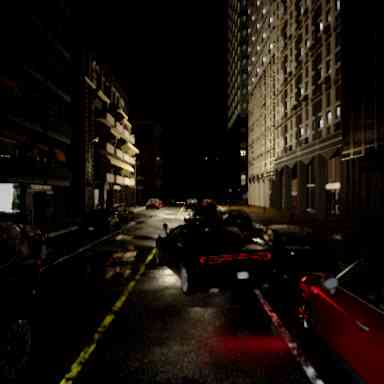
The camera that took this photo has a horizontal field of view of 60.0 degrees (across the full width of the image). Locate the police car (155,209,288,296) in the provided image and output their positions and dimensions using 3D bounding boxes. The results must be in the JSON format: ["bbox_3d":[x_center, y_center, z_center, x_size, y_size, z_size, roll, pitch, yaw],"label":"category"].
[{"bbox_3d":[0.249,1.492,9.171,1.930,1.638,5.238,0,0,-18],"label":"police car"}]

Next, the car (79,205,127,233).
[{"bbox_3d":[-5.688,1.720,20.970,1.947,1.339,4.313,0,0,0],"label":"car"}]

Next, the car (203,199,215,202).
[{"bbox_3d":[2.698,1.918,49.210,1.887,1.381,4.507,0,0,0],"label":"car"}]

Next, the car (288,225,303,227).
[{"bbox_3d":[2.691,1.621,9.672,2.008,1.369,4.403,0,0,0],"label":"car"}]

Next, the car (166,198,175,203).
[{"bbox_3d":[-5.676,2.246,88.750,2.008,1.369,4.403,0,0,0],"label":"car"}]

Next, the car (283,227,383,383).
[{"bbox_3d":[2.691,1.470,4.023,1.967,1.590,4.097,0,0,0],"label":"car"}]

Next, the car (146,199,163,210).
[{"bbox_3d":[-5.682,1.813,49.212,1.967,1.590,4.097,0,0,0],"label":"car"}]

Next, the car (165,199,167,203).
[{"bbox_3d":[-5.682,1.999,54.860,1.802,1.307,4.206,0,0,0],"label":"car"}]

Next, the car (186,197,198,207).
[{"bbox_3d":[0.011,1.819,61.031,2.097,1.767,4.553,0,0,0],"label":"car"}]

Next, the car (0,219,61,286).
[{"bbox_3d":[-5.689,1.621,9.673,2.008,1.369,4.403,0,0,0],"label":"car"}]

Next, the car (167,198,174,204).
[{"bbox_3d":[-5.677,2.199,83.102,2.008,1.369,4.403,0,0,0],"label":"car"}]

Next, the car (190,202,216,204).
[{"bbox_3d":[0.905,1.713,25.182,1.812,1.442,4.674,0,0,0],"label":"car"}]

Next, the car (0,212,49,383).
[{"bbox_3d":[-3.098,1.239,2.375,2.150,2.045,5.566,0,0,0],"label":"car"}]

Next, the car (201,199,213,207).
[{"bbox_3d":[2.699,2.013,60.507,2.008,1.369,4.403,0,0,0],"label":"car"}]

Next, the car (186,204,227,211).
[{"bbox_3d":[0.784,1.646,19.202,1.837,1.490,4.892,0,0,1],"label":"car"}]

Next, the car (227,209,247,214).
[{"bbox_3d":[2.694,1.720,20.969,1.947,1.339,4.313,0,0,0],"label":"car"}]

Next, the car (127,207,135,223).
[{"bbox_3d":[-5.686,1.721,26.449,1.752,1.417,4.829,0,0,0],"label":"car"}]

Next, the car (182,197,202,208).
[{"bbox_3d":[0.033,1.852,47.579,2.128,1.511,4.902,0,0,0],"label":"car"}]
